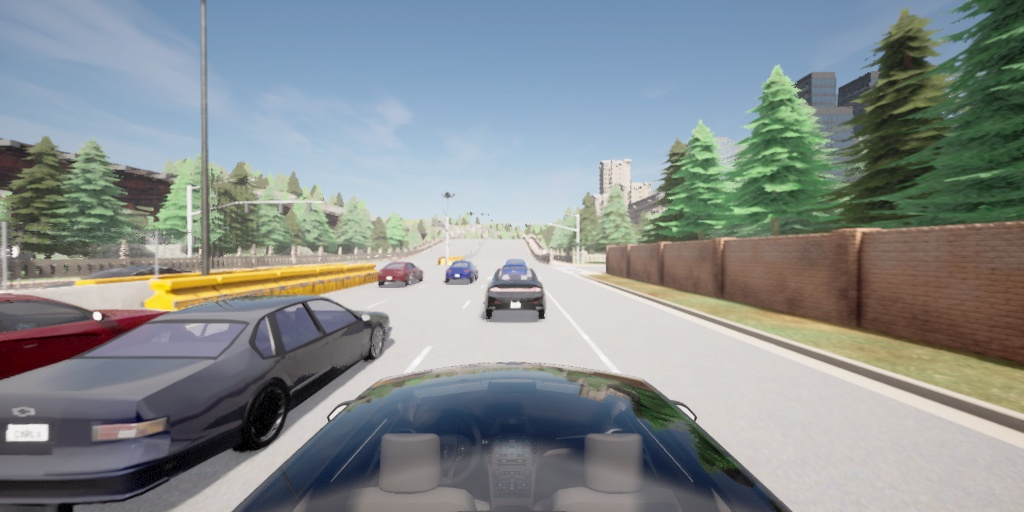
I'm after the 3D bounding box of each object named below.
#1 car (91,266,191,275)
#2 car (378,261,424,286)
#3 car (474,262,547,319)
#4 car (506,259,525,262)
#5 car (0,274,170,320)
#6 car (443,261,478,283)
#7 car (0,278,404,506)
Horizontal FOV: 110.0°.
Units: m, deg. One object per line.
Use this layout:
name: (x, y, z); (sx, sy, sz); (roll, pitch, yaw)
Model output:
car: (-14.016, 1.135, 13.191); (1.837, 1.490, 4.892); (0, 0, 0)
car: (-6.891, 1.055, 22.505); (1.812, 1.442, 4.674); (0, 1, 1)
car: (0.101, 1.129, 12.332); (2.128, 1.511, 4.902); (0, 1, 0)
car: (0.322, 0.946, 28.244); (1.882, 1.535, 5.008); (0, 1, 3)
car: (-6.902, 1.198, 4.521); (1.882, 1.535, 5.008); (0, 1, 0)
car: (-3.399, 1.033, 24.605); (1.812, 1.442, 4.674); (0, 1, 0)
car: (-3.400, 1.262, 5.029); (2.033, 1.411, 5.357); (0, 1, 0)
